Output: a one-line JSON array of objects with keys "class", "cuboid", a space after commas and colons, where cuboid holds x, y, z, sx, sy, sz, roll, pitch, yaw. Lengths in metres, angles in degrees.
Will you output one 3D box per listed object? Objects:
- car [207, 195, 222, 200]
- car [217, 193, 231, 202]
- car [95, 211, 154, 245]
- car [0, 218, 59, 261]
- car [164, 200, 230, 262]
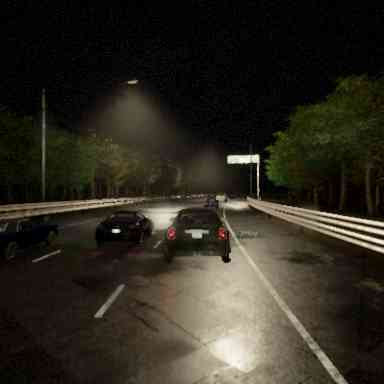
[{"class": "car", "cuboid": [2.677, 1.536, 45.312, 2.033, 1.411, 5.357, 0, 0, 7]}, {"class": "car", "cuboid": [6.419, 1.185, 70.540, 2.150, 2.045, 5.566, 0, 0, 10]}, {"class": "car", "cuboid": [-3.032, 1.559, 15.618, 1.994, 1.385, 4.181, 0, 0, 2]}, {"class": "car", "cuboid": [-6.674, 1.588, 12.158, 1.895, 1.301, 4.718, 0, 0, 2]}, {"class": "car", "cuboid": [0.230, 1.352, 12.326, 2.097, 1.767, 4.553, 0, 0, 2]}]
